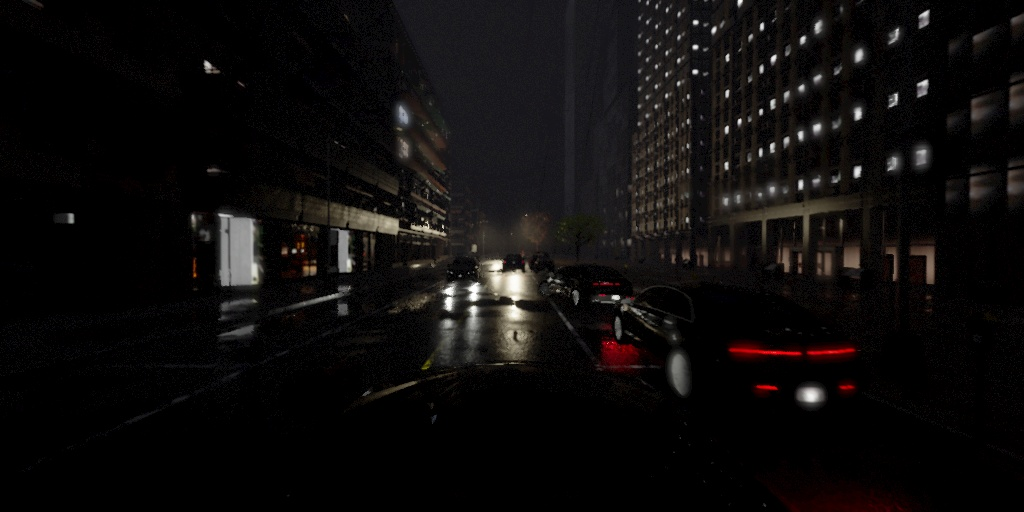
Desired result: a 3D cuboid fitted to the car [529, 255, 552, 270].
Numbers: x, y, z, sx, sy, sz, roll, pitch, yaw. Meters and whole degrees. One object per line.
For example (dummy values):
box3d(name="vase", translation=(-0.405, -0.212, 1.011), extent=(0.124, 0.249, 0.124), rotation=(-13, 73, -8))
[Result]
box3d(name="car", translation=(2.780, 0.787, 31.128), extent=(2.007, 1.370, 4.403), rotation=(0, 0, 0))

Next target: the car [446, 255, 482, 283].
box3d(name="car", translation=(-3.033, 0.875, 23.392), extent=(1.837, 1.490, 4.892), rotation=(0, 1, 0))

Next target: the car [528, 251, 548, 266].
box3d(name="car", translation=(2.796, 0.457, 36.651), extent=(2.192, 1.841, 5.009), rotation=(0, 0, 0))

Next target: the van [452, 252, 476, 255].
box3d(name="van", translation=(-5.568, 0.387, 42.198), extent=(1.690, 1.789, 3.998), rotation=(0, 0, 0))

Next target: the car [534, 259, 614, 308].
box3d(name="car", translation=(2.687, 1.040, 13.988), extent=(1.837, 1.490, 4.892), rotation=(0, 1, -16))

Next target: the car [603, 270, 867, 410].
box3d(name="car", translation=(3.159, 1.175, 6.196), extent=(1.837, 1.490, 4.892), rotation=(0, 1, 0))

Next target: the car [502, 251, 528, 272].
box3d(name="car", translation=(0.173, 0.549, 33.454), extent=(2.097, 1.767, 4.553), rotation=(0, 1, 0))
